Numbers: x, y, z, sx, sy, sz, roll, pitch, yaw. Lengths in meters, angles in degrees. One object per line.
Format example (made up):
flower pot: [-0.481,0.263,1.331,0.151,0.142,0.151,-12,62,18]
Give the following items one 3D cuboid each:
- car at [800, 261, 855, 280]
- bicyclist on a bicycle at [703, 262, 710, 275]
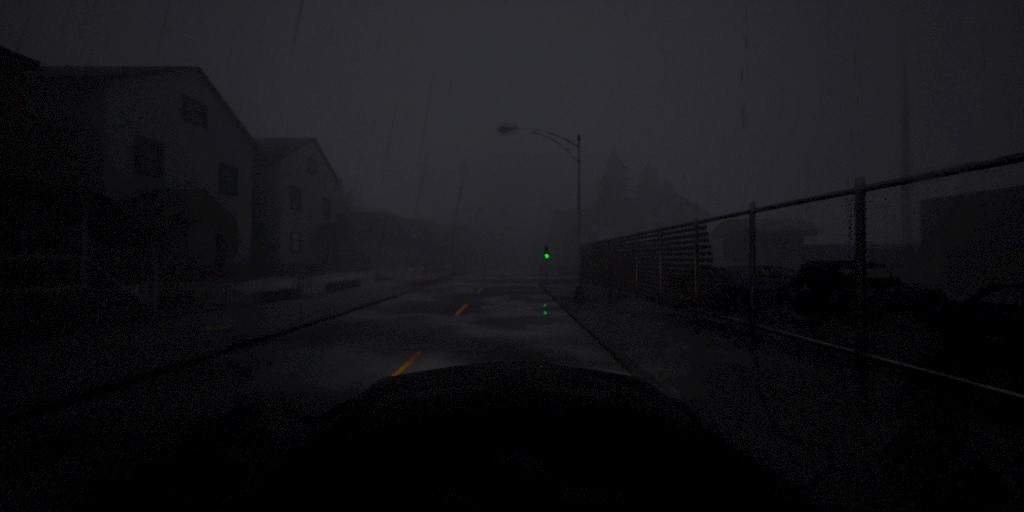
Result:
car: [36.493,1.635,41.137,4.892,1.490,1.837,0,-1,0]
bicyclist on a bicycle: [17.734,1.398,32.838,0.582,1.620,1.656,0,-1,0]
